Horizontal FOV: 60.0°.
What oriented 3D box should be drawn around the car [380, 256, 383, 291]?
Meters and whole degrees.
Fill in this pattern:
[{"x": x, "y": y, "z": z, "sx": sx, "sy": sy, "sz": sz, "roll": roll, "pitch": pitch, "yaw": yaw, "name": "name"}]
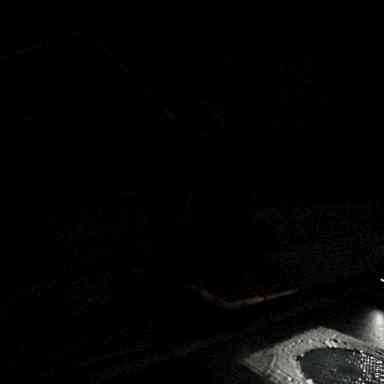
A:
[{"x": 6.025, "y": 1.436, "z": 7.349, "sx": 4.902, "sy": 1.511, "sz": 2.128, "roll": 0, "pitch": 0, "yaw": -35, "name": "car"}]
